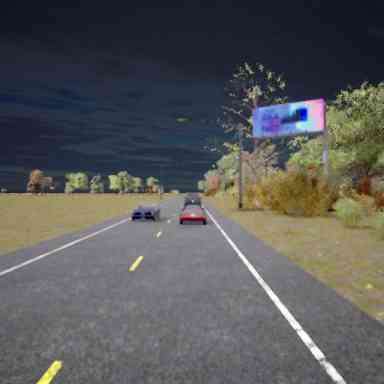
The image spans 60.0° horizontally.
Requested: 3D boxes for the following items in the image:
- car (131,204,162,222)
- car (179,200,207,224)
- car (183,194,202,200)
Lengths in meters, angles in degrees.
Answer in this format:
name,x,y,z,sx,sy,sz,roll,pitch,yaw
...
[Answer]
name,x,y,z,sx,sy,sz,roll,pitch,yaw
car,-3.564,1.609,26.403,1.895,1.301,4.718,0,0,0
car,0.074,1.573,25.118,1.994,1.385,4.181,0,0,0
car,0.083,1.235,43.050,2.150,2.045,5.566,0,0,0
